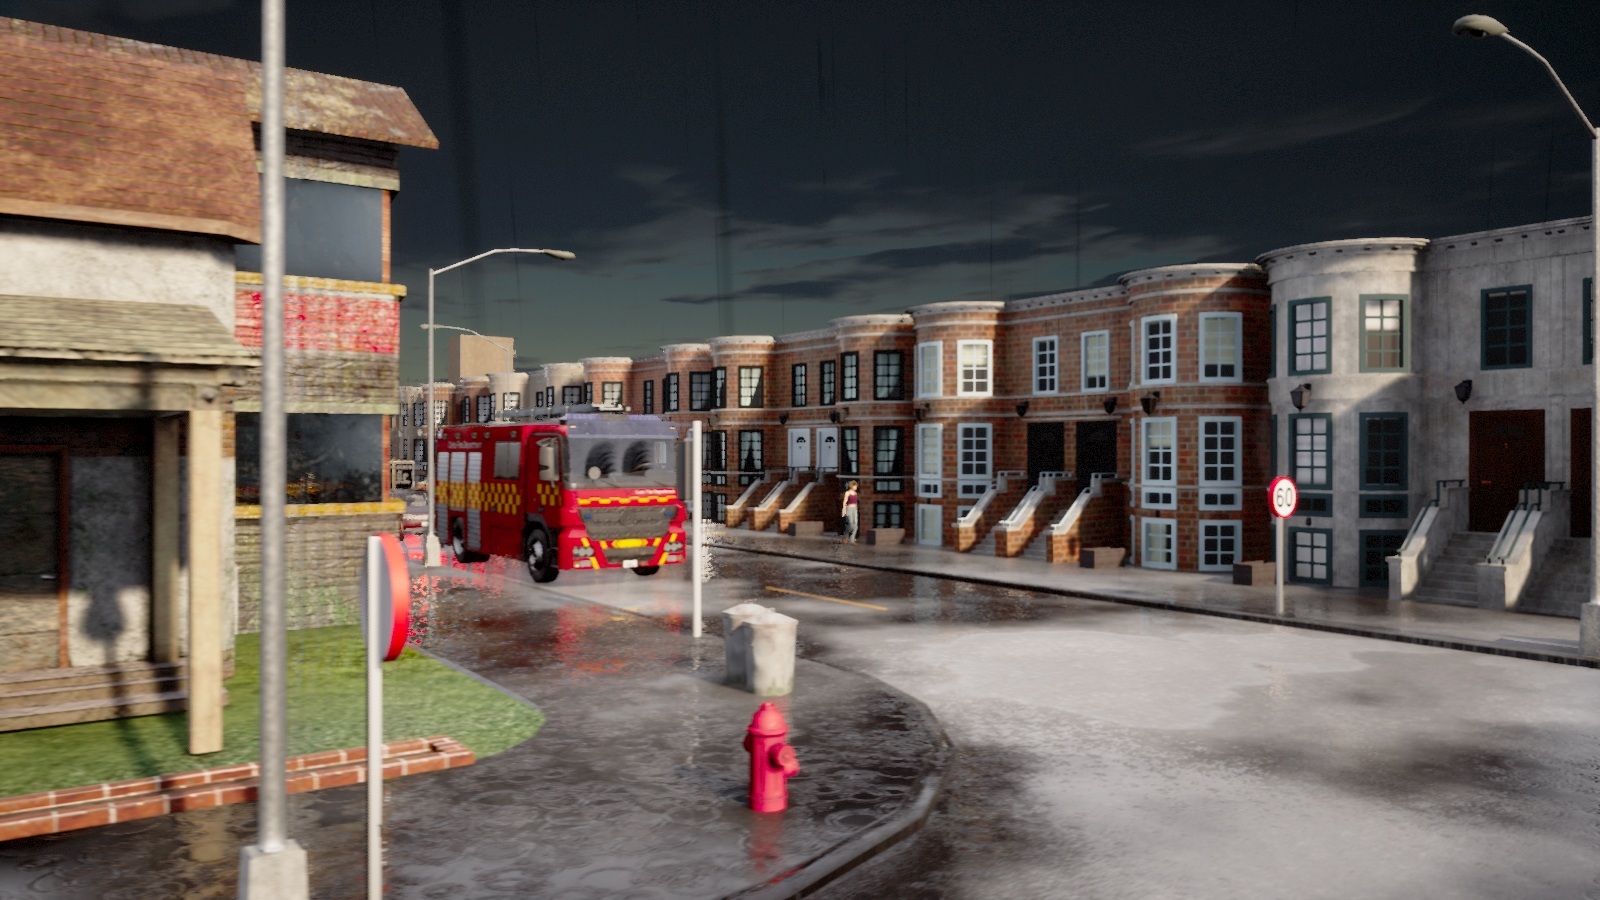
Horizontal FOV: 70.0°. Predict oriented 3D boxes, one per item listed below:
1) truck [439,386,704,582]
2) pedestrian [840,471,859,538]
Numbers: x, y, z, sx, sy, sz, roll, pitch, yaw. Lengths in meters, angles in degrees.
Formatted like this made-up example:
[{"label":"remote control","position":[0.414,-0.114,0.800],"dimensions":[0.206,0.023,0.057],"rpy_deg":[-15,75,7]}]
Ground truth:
[{"label":"truck","position":[-5.618,0.671,26.558],"dimensions":[2.891,3.827,8.468],"rpy_deg":[0,0,-35]},{"label":"pedestrian","position":[1.385,1.523,32.144],"dimensions":[0.375,1.860,0.375],"rpy_deg":[0,0,-40]}]
